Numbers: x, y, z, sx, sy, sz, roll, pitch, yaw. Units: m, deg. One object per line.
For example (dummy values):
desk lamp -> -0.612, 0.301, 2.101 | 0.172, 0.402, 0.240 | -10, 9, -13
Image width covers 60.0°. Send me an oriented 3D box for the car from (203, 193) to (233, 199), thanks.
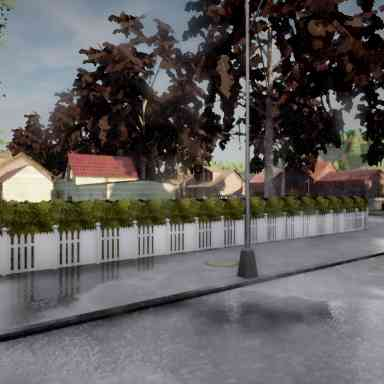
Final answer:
car -> 3.611, 1.221, 47.683 | 2.150, 2.045, 5.566 | 0, 0, -35
